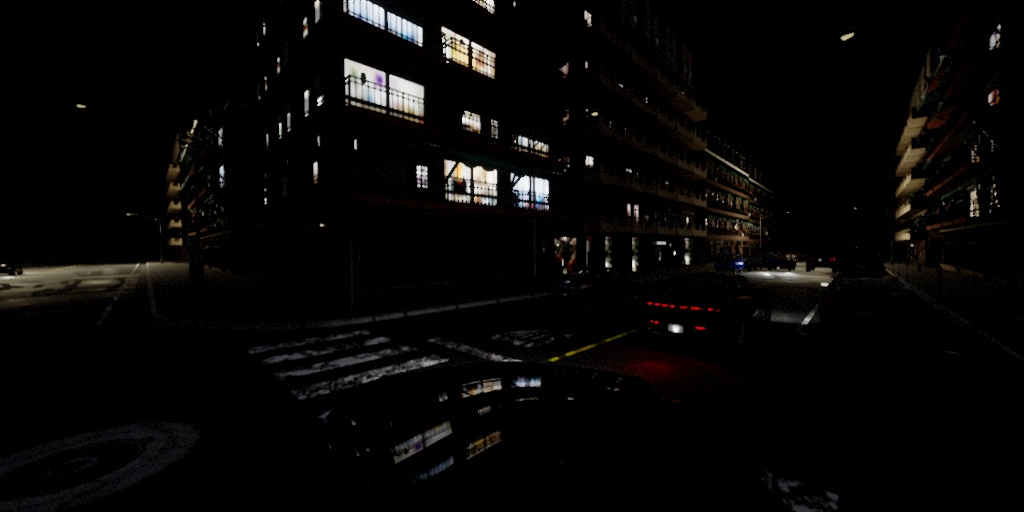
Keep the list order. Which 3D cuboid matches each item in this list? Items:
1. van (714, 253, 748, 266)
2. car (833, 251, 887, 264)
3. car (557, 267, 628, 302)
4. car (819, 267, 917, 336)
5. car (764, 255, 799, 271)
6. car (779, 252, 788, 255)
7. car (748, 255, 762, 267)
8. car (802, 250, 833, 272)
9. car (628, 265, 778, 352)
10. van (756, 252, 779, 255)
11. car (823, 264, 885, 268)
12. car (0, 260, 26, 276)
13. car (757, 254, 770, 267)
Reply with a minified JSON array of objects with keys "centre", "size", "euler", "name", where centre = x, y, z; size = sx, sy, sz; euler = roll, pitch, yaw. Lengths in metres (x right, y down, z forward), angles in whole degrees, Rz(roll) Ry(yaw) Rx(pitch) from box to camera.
[{"centre":[19.231,0.631,31.719],"size":[1.690,1.789,3.998],"euler":[0,0,44],"name":"van"},{"centre":[21.268,0.731,21.822],"size":[2.192,1.841,5.009],"euler":[0,0,44],"name":"car"},{"centre":[3.693,1.134,15.668],"size":[1.802,1.307,4.207],"euler":[0,0,44],"name":"car"},{"centre":[9.690,1.156,9.861],"size":[1.888,1.381,4.507],"euler":[0,0,44],"name":"car"},{"centre":[27.194,0.810,36.116],"size":[1.895,1.301,4.718],"euler":[1,1,44],"name":"car"},{"centre":[34.956,0.344,48.026],"size":[2.192,1.841,5.009],"euler":[0,0,44],"name":"car"},{"centre":[23.170,0.807,35.788],"size":[1.802,1.307,4.207],"euler":[0,0,44],"name":"car"},{"centre":[29.767,0.443,34.315],"size":[5.566,2.045,2.150],"euler":[0,1,-45],"name":"car"},{"centre":[4.889,1.145,8.760],"size":[1.837,1.490,4.892],"euler":[1,1,44],"name":"car"},{"centre":[31.038,0.435,43.937],"size":[1.690,1.789,3.998],"euler":[0,0,44],"name":"van"},{"centre":[13.391,1.114,13.684],"size":[1.948,1.339,4.313],"euler":[0,0,44],"name":"car"},{"centre":[-45.471,1.052,31.912],"size":[4.674,1.442,1.812],"euler":[1,2,44],"name":"car"},{"centre":[27.107,0.742,39.859],"size":[1.802,1.307,4.207],"euler":[0,0,44],"name":"car"}]
